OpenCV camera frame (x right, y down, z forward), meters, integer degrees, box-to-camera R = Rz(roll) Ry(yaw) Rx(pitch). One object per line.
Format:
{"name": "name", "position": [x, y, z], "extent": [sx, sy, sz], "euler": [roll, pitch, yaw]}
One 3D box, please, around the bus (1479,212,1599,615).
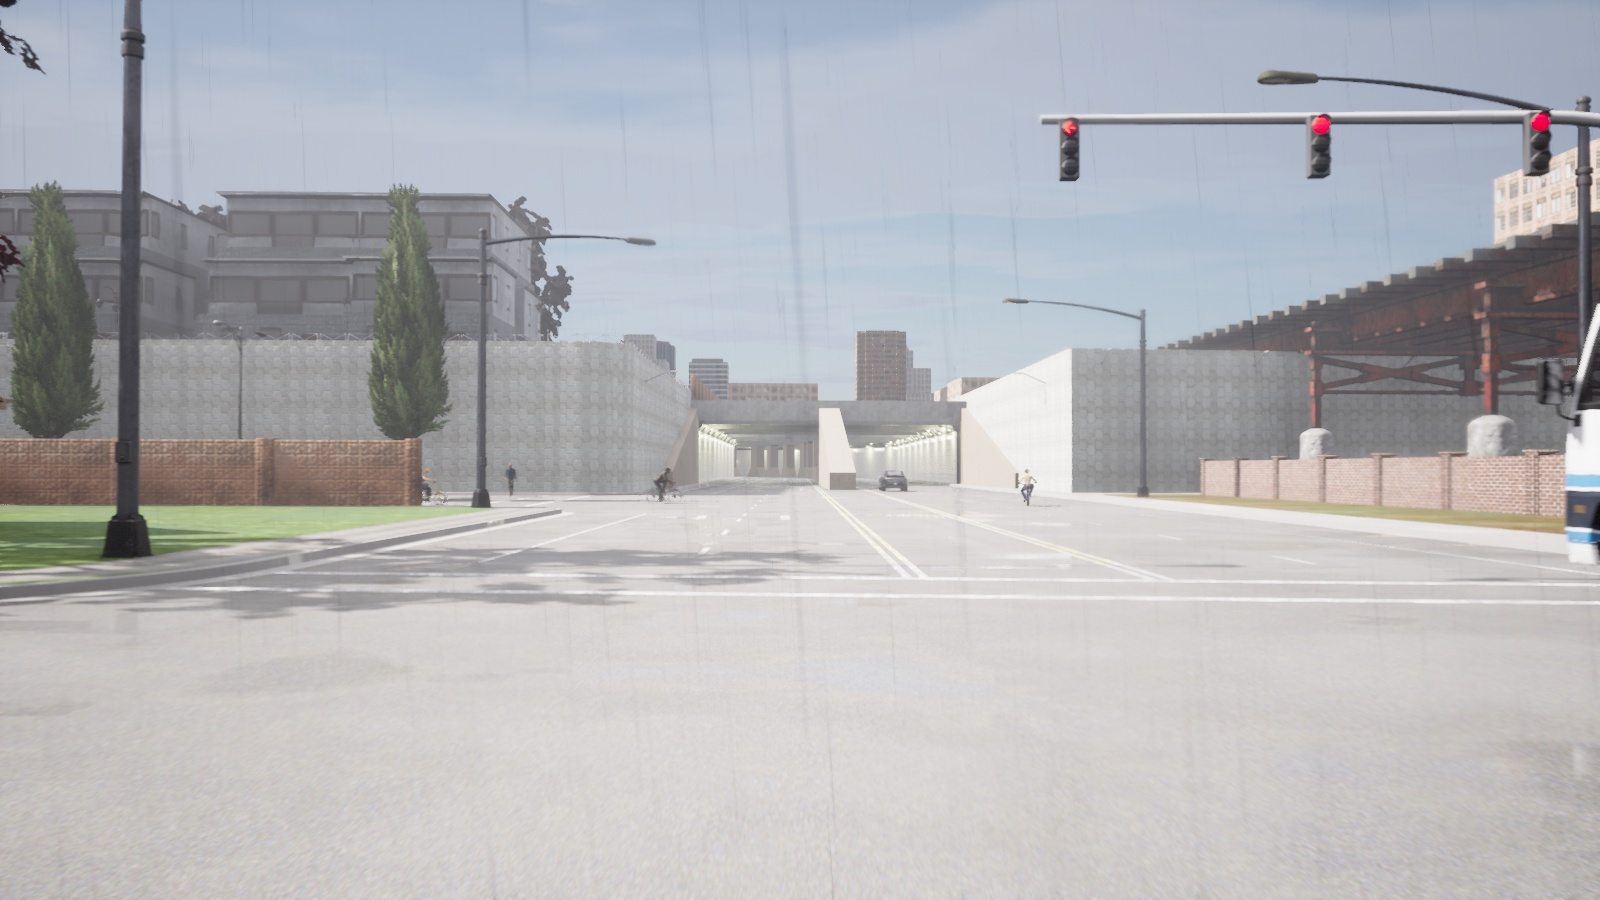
{"name": "bus", "position": [10.459, -0.438, 10.420], "extent": [3.944, 4.253, 10.273], "euler": [0, -1, -1]}

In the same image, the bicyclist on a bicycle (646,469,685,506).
{"name": "bicyclist on a bicycle", "position": [-6.012, 1.666, 56.242], "extent": [1.656, 1.620, 0.582], "euler": [0, 0, 9]}

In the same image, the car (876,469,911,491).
{"name": "car", "position": [6.755, 2.138, 91.158], "extent": [2.128, 1.511, 4.902], "euler": [0, -1, 0]}

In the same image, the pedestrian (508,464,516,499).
{"name": "pedestrian", "position": [-15.508, 1.693, 67.580], "extent": [0.402, 1.842, 0.726], "euler": [0, -1, -13]}
